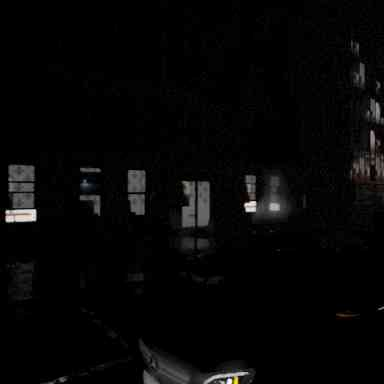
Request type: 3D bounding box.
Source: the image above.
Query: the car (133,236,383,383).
[{"bbox_3d":[1.517,1.539,4.466,4.674,1.442,1.812,0,0,-36],"label":"car"}]

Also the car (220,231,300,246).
[{"bbox_3d":[1.623,1.603,7.727,4.206,1.307,1.802,0,0,-36],"label":"car"}]
